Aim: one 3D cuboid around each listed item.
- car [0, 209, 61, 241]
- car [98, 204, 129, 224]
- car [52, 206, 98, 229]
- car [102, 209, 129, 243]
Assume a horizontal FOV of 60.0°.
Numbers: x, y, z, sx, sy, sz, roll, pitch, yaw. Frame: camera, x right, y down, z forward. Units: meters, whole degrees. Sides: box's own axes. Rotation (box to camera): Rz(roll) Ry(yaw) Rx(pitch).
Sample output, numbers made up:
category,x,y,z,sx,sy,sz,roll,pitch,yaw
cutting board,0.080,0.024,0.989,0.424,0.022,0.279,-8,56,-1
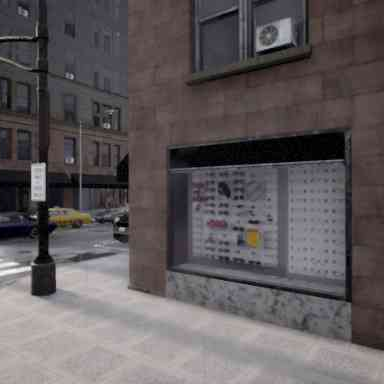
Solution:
category,x,y,z,sx,sy,sz,roll,pitch,yaw
car,-8.712,1.611,14.911,1.895,1.301,4.718,0,0,38
car,-5.021,1.579,24.260,2.008,1.369,4.403,0,0,35
car,-8.261,1.549,19.713,1.752,1.417,4.829,0,0,35
car,-1.633,1.558,15.187,1.947,1.339,4.313,0,0,35
